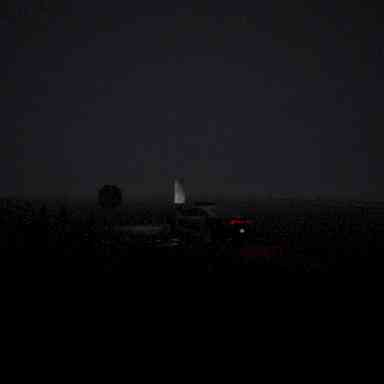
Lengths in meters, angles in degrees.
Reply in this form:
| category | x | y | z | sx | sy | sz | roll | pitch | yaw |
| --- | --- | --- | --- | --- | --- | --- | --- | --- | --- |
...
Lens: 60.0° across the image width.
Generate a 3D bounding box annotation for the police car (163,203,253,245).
| category | x | y | z | sx | sy | sz | roll | pitch | yaw |
| --- | --- | --- | --- | --- | --- | --- | --- | --- | --- |
| police car | 0.480 | 1.308 | 15.311 | 1.930 | 1.638 | 5.238 | 1 | 0 | -36 |
